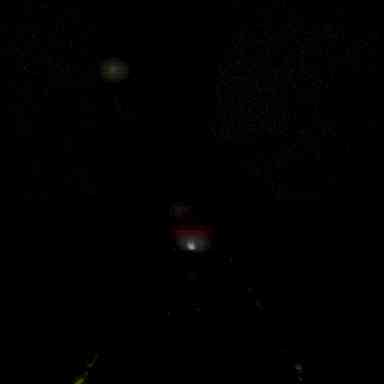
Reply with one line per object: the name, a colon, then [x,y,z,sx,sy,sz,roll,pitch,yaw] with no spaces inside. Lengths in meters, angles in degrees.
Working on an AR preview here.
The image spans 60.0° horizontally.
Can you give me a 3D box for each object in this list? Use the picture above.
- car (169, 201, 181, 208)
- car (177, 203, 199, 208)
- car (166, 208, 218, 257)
car: [-2.773,2.135,55.670,1.994,1.385,4.181,0,-1,1]
car: [0.018,1.863,28.421,1.994,1.385,4.181,0,0,0]
car: [0.020,1.638,13.512,2.128,1.511,4.902,0,0,1]
